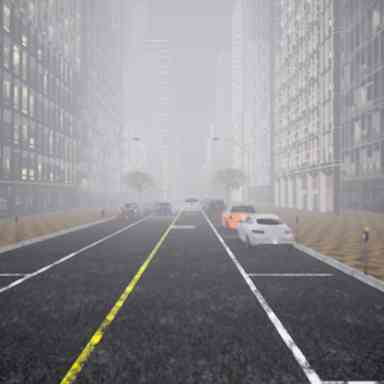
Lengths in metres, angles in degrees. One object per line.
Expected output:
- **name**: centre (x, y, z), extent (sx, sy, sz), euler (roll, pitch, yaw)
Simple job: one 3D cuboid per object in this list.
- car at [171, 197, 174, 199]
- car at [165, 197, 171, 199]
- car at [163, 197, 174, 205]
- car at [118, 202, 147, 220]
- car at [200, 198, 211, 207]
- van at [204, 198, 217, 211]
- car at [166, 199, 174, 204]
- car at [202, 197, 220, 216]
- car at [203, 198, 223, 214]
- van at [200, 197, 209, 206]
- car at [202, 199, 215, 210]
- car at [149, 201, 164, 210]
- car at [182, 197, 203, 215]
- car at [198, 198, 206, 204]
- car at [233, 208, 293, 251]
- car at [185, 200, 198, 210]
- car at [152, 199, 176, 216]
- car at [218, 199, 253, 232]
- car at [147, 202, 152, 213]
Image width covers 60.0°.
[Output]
- **car**: centre (-5.779, 2.197, 76.903), extent (1.967, 1.590, 4.097), euler (-1, -1, 0)
- **car**: centre (-5.766, 2.198, 65.535), extent (2.008, 1.369, 4.403), euler (-1, -1, 0)
- **car**: centre (-5.786, 2.127, 82.588), extent (2.192, 1.841, 5.009), euler (-1, -1, 0)
- **car**: centre (-5.731, 1.753, 31.436), extent (1.967, 1.590, 4.097), euler (-1, -1, 0)
- **car**: centre (2.613, 2.087, 65.545), extent (1.967, 1.590, 4.097), euler (-1, -1, 0)
- **van**: centre (2.631, 1.821, 48.496), extent (1.690, 1.788, 3.998), euler (-1, -1, 0)
- **car**: centre (-5.790, 2.449, 88.269), extent (1.802, 1.307, 4.206), euler (-1, -1, 0)
- **car**: centre (2.642, 1.684, 37.130), extent (2.192, 1.841, 5.009), euler (-1, -1, 0)
- **car**: centre (2.636, 1.740, 42.813), extent (2.192, 1.841, 5.009), euler (-1, -1, 0)
- **van**: centre (2.606, 2.043, 71.229), extent (1.690, 1.788, 3.998), euler (-1, -1, 0)
- **car**: centre (2.626, 1.976, 54.179), extent (1.967, 1.590, 4.097), euler (-1, -1, 0)
- **car**: centre (-5.754, 2.102, 54.169), extent (1.947, 1.339, 4.313), euler (-1, -1, 0)
- **car**: centre (0.020, 1.613, 39.262), extent (2.150, 2.045, 5.566), euler (0, 0, 1)
- **car**: centre (2.591, 2.417, 88.278), extent (2.008, 1.369, 4.403), euler (-1, -1, 0)
- **car**: centre (3.134, 1.674, 14.859), extent (1.812, 1.442, 4.674), euler (0, -1, 0)
- **car**: centre (-0.031, 1.994, 52.172), extent (1.882, 1.535, 5.008), euler (0, -1, 1)
- **car**: centre (-3.133, 1.858, 38.271), extent (1.882, 1.535, 5.008), euler (0, -1, 0)
- **car**: centre (3.091, 1.570, 21.831), extent (2.097, 1.767, 4.553), euler (0, -1, 0)
- **car**: centre (-5.742, 1.949, 42.632), extent (1.752, 1.417, 4.829), euler (-1, -1, 0)
